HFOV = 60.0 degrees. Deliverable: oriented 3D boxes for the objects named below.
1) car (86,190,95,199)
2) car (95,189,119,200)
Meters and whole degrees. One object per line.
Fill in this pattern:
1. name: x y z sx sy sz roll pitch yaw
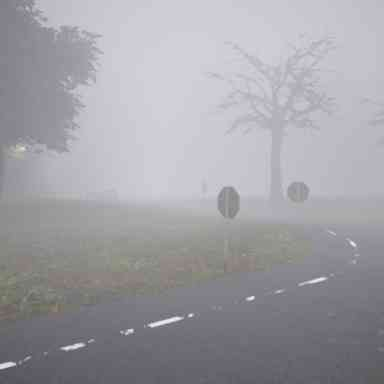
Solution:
1. car: -17.760 0.446 60.423 2.128 1.511 4.902 2 -1 -36
2. car: -13.788 0.333 55.007 2.097 1.767 4.553 2 -1 -35
